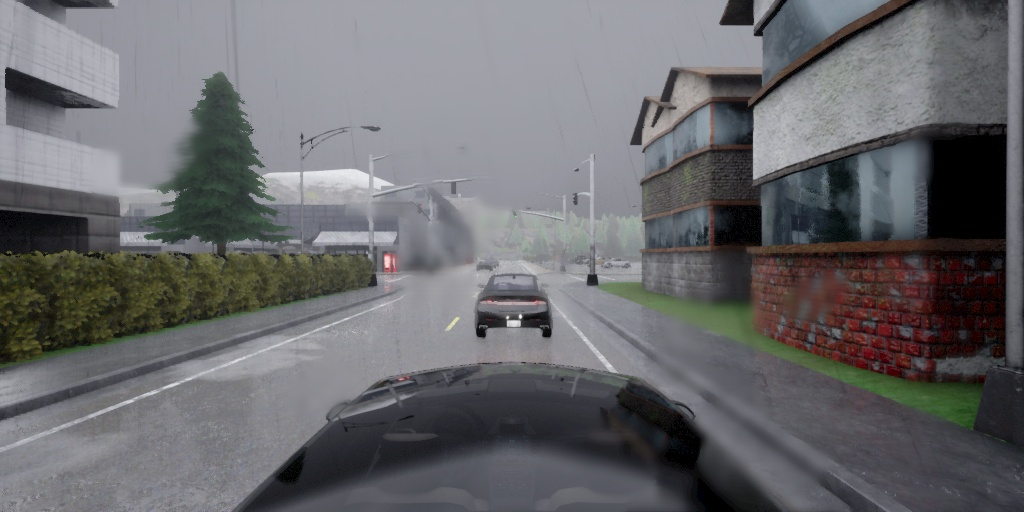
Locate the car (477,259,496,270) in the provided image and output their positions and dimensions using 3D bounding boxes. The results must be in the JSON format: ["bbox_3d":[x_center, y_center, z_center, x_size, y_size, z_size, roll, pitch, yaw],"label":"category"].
[{"bbox_3d":[-3.573,1.351,48.217,1.895,1.301,4.718,0,0,0],"label":"car"}]

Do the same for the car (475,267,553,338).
[{"bbox_3d":[0.059,1.242,10.138,2.128,1.511,4.902,0,0,0],"label":"car"}]

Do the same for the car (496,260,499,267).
[{"bbox_3d":[-3.558,1.314,58.243,1.994,1.385,4.181,0,0,0],"label":"car"}]
